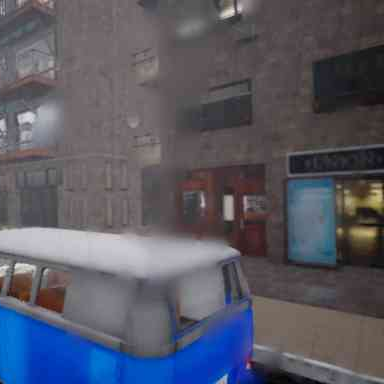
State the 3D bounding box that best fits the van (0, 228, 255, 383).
[{"bbox_3d":[-1.289,1.376,3.807,3.998,1.788,1.690,-1,-1,35],"label":"van"}]
